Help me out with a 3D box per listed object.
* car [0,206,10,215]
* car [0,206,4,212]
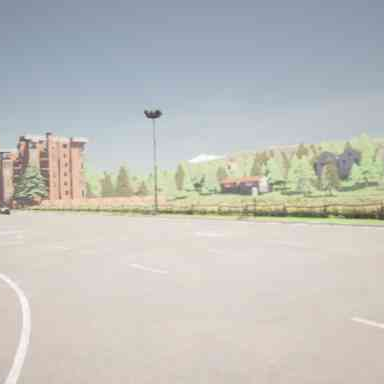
[{"bbox_3d":[-35.211,3.311,61.429,2.097,1.767,4.553,-2,-1,-42],"label":"car"},{"bbox_3d":[-46.224,4.073,78.837,1.812,1.442,4.674,-2,-1,-42],"label":"car"}]
